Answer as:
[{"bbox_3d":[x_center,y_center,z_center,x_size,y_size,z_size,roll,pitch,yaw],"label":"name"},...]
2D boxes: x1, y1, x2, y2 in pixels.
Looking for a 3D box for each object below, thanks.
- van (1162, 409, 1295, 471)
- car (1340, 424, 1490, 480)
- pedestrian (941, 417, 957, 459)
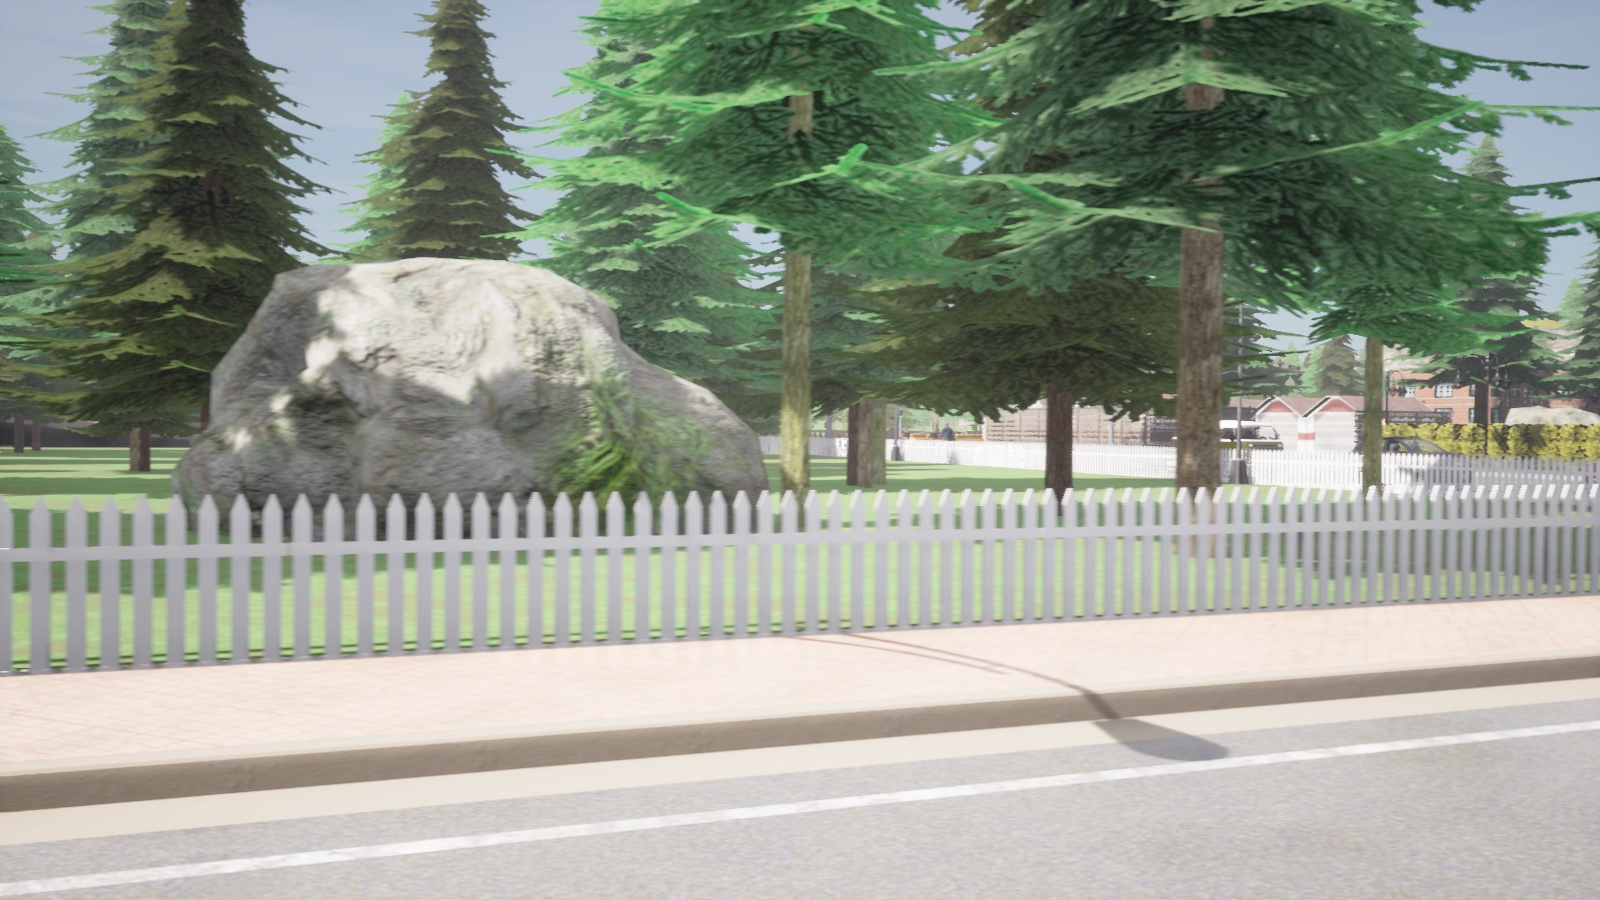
[{"bbox_3d":[14.919,-0.355,43.976,2.069,2.038,4.480,-1,1,-19],"label":"van"},{"bbox_3d":[17.648,0.032,36.213,1.845,1.501,3.633,-1,1,-19],"label":"car"},{"bbox_3d":[6.597,-0.519,55.548,0.402,1.842,0.726,-1,1,-19],"label":"pedestrian"}]
